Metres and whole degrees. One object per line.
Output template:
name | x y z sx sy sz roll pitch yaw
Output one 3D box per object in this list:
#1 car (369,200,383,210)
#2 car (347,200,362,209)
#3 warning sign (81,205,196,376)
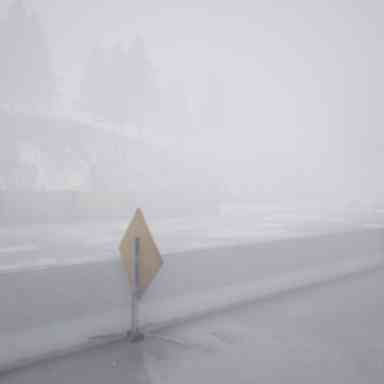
car | 30.949 2.105 55.549 1.837 1.490 4.892 0 0 35
car | 28.302 2.139 57.763 2.033 1.411 5.357 0 0 35
warning sign | -0.770 1.136 4.569 1.060 1.860 1.300 1 0 -36
